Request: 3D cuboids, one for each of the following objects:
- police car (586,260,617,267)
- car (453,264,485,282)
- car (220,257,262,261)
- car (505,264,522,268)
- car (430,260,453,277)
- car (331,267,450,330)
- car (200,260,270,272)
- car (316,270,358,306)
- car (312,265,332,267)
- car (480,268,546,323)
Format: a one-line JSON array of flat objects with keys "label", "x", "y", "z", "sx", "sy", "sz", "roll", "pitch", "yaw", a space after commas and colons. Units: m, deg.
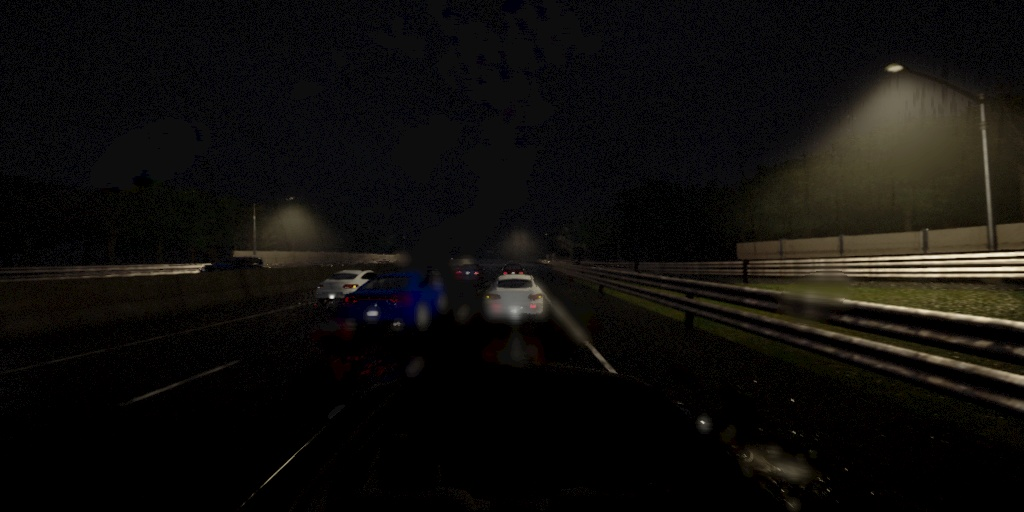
[{"label": "police car", "x": 11.204, "y": 1.274, "z": 45.705, "sx": 2.038, "sy": 1.542, "sz": 4.974, "roll": 1, "pitch": 0, "yaw": -20}, {"label": "car", "x": -3.409, "y": 1.397, "z": 30.598, "sx": 2.033, "sy": 1.411, "sz": 5.357, "roll": 0, "pitch": 0, "yaw": 0}, {"label": "car", "x": -24.589, "y": 1.074, "z": 31.922, "sx": 2.150, "sy": 2.045, "sz": 5.566, "roll": 0, "pitch": 0, "yaw": 0}, {"label": "car", "x": 0.091, "y": 1.397, "z": 30.542, "sx": 2.033, "sy": 1.411, "sz": 5.357, "roll": 0, "pitch": 0, "yaw": 0}, {"label": "car", "x": -6.911, "y": 1.371, "z": 35.044, "sx": 1.837, "sy": 1.490, "sz": 4.892, "roll": 0, "pitch": 0, "yaw": 0}, {"label": "car", "x": -3.403, "y": 1.262, "z": 11.250, "sx": 1.882, "sy": 1.535, "sz": 5.008, "roll": 0, "pitch": 0, "yaw": 0}, {"label": "car", "x": -21.096, "y": 1.331, "z": 28.023, "sx": 2.128, "sy": 1.511, "sz": 4.902, "roll": 0, "pitch": 0, "yaw": 0}, {"label": "car", "x": -6.891, "y": 1.326, "z": 16.048, "sx": 1.812, "sy": 1.442, "sz": 4.674, "roll": 0, "pitch": 0, "yaw": 0}, {"label": "car", "x": -17.582, "y": 1.457, "z": 32.740, "sx": 1.895, "sy": 1.301, "sz": 4.718, "roll": 0, "pitch": 0, "yaw": 0}, {"label": "car", "x": 0.096, "y": 1.313, "z": 12.176, "sx": 1.812, "sy": 1.442, "sz": 4.674, "roll": 0, "pitch": 0, "yaw": 0}]
